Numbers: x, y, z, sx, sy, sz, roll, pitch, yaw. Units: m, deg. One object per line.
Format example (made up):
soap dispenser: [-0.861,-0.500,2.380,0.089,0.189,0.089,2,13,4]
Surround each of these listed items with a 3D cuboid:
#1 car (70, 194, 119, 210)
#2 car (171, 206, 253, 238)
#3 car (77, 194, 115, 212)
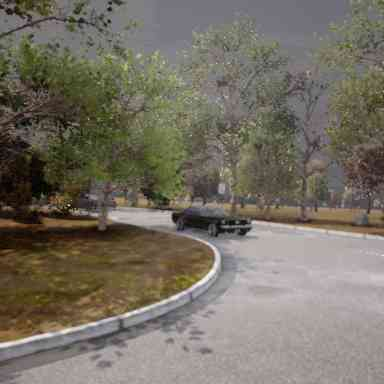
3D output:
car: [-10.133,0.987,34.603,4.902,1.511,2.128,1,-1,32]
car: [0.850,1.367,16.402,1.895,1.301,4.718,2,0,-31]
car: [-8.927,0.996,29.831,4.892,1.490,1.837,2,-2,39]
